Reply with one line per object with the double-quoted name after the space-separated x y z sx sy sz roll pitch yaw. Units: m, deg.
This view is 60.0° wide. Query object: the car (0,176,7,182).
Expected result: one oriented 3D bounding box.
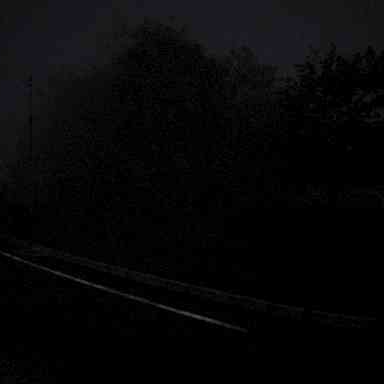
-42.822 -3.049 71.931 2.150 2.045 5.566 0 3 -9 "car"
